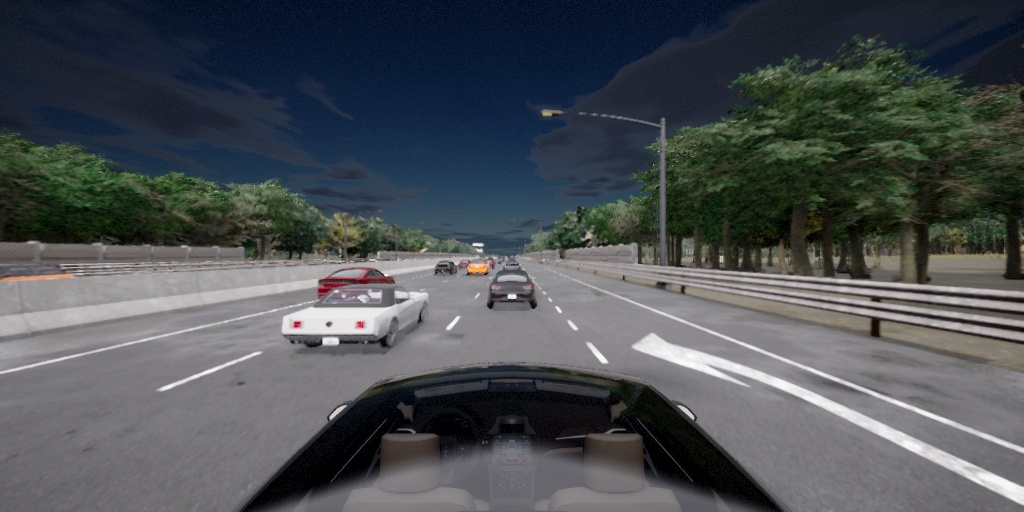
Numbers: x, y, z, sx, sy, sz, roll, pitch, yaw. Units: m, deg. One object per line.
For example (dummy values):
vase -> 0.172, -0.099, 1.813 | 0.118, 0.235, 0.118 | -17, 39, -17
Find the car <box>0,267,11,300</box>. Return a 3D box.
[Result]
car -> -24.591, 1.250, 14.395 | 2.128, 1.511, 4.902 | 0, 0, 0

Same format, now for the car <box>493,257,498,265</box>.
car -> -3.490, 1.236, 54.218 | 1.812, 1.442, 4.674 | 0, 0, 0

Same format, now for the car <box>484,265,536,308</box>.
car -> 0.002, 1.284, 15.129 | 1.812, 1.442, 4.674 | 0, 0, 0

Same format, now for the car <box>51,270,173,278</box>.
car -> -17.594, 1.359, 16.855 | 1.895, 1.301, 4.718 | 0, 0, 0

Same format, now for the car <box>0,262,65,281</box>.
car -> -21.092, 1.111, 14.623 | 2.097, 1.767, 4.553 | 0, 0, 0

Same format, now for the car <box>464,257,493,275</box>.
car -> -3.493, 1.095, 38.314 | 2.097, 1.767, 4.553 | 0, 0, 0

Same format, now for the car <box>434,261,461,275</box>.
car -> -6.993, 1.249, 38.371 | 1.837, 1.490, 4.892 | 0, 0, 0

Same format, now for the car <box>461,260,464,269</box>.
car -> -6.991, 1.236, 54.218 | 1.812, 1.442, 4.674 | 0, 0, 0

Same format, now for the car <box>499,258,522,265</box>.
car -> 0.007, 1.234, 38.373 | 2.128, 1.511, 4.902 | 0, 0, 0

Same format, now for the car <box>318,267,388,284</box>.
car -> -6.996, 1.236, 16.646 | 1.882, 1.535, 5.008 | 0, 0, 0

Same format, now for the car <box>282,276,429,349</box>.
car -> -3.497, 1.357, 9.153 | 1.895, 1.301, 4.718 | 0, 0, 0
